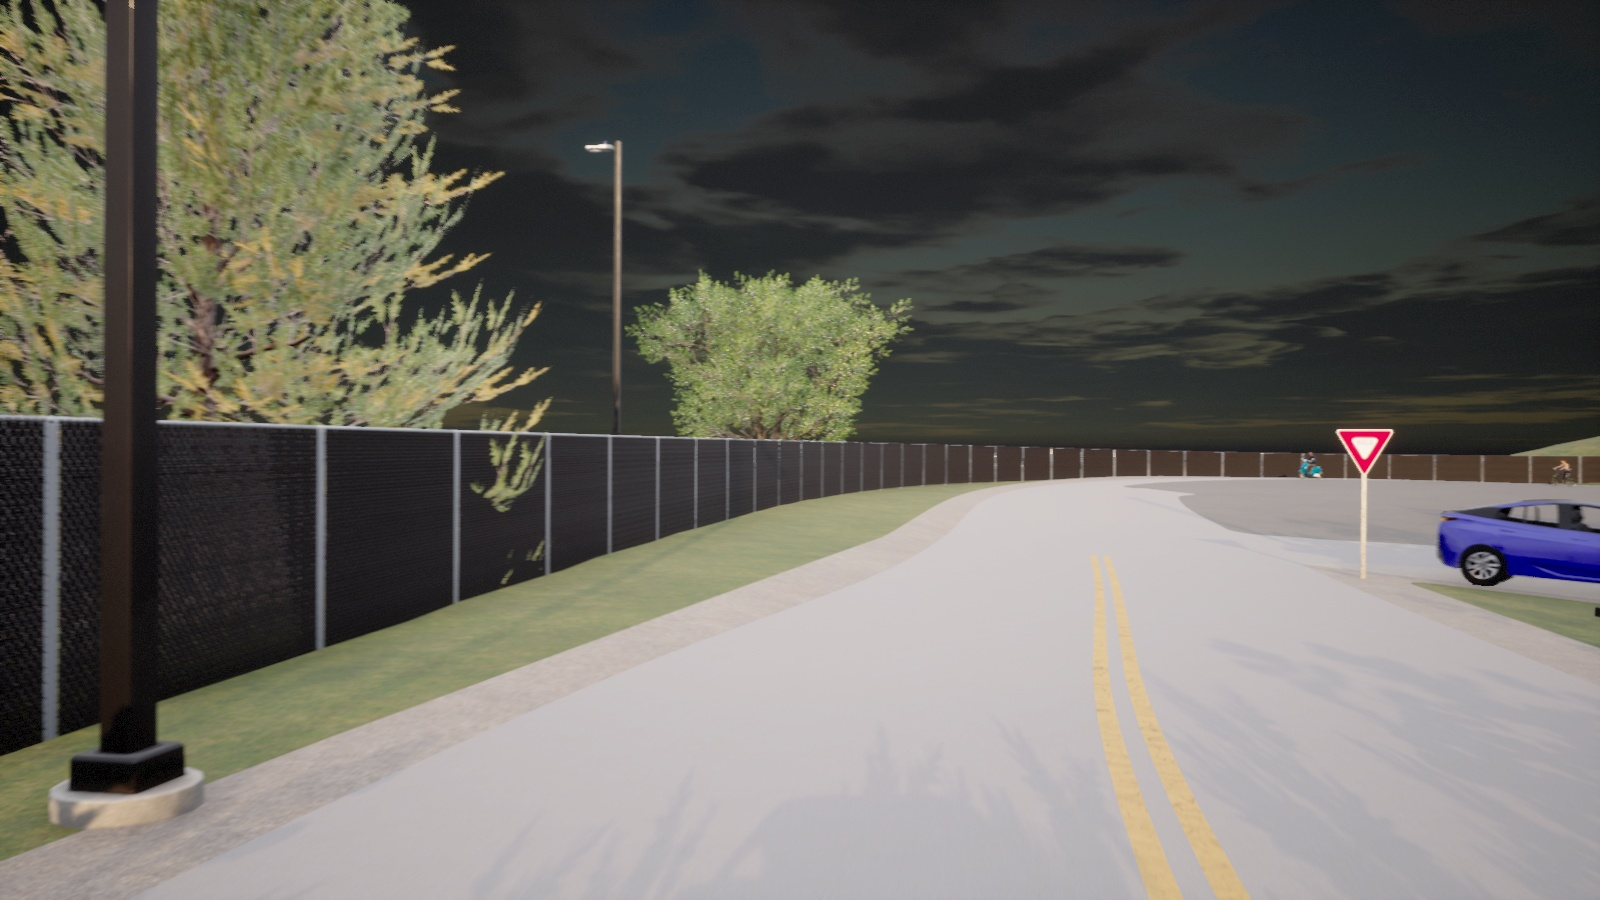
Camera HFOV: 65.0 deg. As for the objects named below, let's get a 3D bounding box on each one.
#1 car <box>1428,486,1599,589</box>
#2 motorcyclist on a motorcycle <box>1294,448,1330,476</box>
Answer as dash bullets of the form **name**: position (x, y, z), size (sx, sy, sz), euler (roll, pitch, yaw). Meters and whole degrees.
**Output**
- **car**: position (13.251, 1.473, 21.046), size (4.514, 1.525, 2.007), euler (2, 1, 39)
- **motorcyclist on a motorcycle**: position (29.612, 0.669, 72.639), size (1.817, 1.590, 0.866), euler (0, 0, -25)
